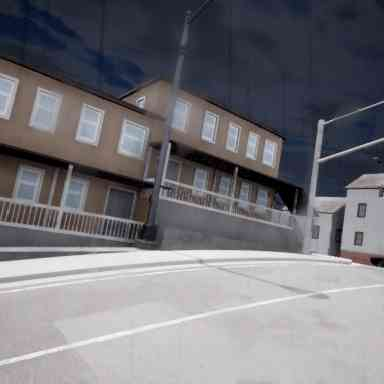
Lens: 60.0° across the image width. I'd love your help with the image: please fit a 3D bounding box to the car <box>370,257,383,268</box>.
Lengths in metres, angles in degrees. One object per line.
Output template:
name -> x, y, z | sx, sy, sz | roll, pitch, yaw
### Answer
car -> 15.309, 5.097, 23.419 | 1.895, 1.301, 4.718 | 13, -10, -25
